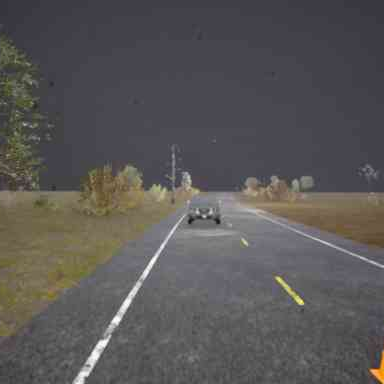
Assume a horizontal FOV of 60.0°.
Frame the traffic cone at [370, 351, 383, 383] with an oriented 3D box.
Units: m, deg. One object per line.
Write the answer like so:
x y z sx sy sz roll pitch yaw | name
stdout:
2.402 1.955 4.018 0.340 0.580 0.340 0 0 0 | traffic cone

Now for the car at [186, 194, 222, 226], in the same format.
0.843 1.147 23.399 2.150 2.045 5.566 0 0 2 | car
